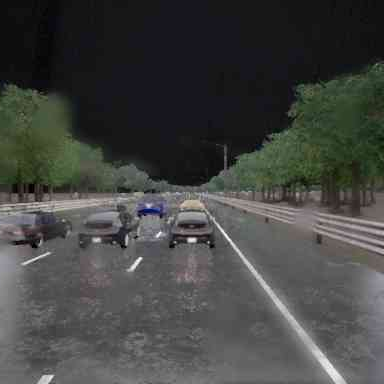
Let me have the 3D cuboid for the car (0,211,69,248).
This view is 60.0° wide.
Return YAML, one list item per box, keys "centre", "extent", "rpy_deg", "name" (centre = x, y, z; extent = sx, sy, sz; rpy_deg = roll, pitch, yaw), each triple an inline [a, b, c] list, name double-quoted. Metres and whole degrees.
- centre: [-7.000, 1.564, 14.650]
  extent: [2.033, 1.411, 5.357]
  rpy_deg: [0, 0, 0]
  name: "car"

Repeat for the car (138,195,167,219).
- centre: [-3.500, 1.258, 29.680]
  extent: [2.150, 2.045, 5.566]
  rpy_deg: [0, 0, 0]
  name: "car"

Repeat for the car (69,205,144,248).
- centre: [-3.500, 1.517, 14.650]
  extent: [1.837, 1.490, 4.892]
  rpy_deg: [0, 0, 0]
  name: "car"

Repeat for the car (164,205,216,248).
- centre: [0.000, 1.517, 14.650]
  extent: [1.837, 1.490, 4.892]
  rpy_deg: [0, 0, 0]
  name: "car"

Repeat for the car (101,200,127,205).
- centre: [-7.000, 1.496, 29.650]
  extent: [2.128, 1.511, 4.902]
  rpy_deg: [0, 0, 0]
  name: "car"

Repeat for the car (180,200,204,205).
- centre: [0.000, 1.485, 29.650]
  extent: [1.882, 1.535, 5.008]
  rpy_deg: [0, 0, 0]
  name: "car"
